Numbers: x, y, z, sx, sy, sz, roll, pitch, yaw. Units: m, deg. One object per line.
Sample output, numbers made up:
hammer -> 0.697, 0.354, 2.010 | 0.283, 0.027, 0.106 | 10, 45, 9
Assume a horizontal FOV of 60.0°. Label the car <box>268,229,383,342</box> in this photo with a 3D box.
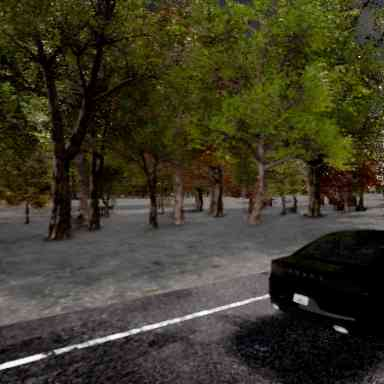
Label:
car -> 3.667, 1.476, 6.484 | 5.008, 1.535, 1.882 | 0, 0, -35
